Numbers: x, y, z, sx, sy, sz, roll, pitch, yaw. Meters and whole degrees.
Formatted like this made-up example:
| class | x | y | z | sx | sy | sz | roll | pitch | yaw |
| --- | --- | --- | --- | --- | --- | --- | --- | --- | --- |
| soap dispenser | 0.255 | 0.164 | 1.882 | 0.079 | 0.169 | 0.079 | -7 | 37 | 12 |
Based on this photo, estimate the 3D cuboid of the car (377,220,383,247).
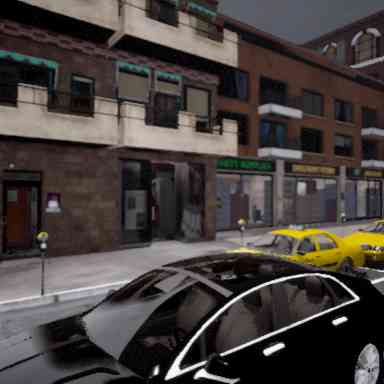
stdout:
| class | x | y | z | sx | sy | sz | roll | pitch | yaw |
| --- | --- | --- | --- | --- | --- | --- | --- | --- | --- |
| car | 6.942 | 1.542 | 11.504 | 4.829 | 1.417 | 1.752 | 0 | 0 | -35 |

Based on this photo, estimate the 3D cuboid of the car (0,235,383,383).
| class | x | y | z | sx | sy | sz | roll | pitch | yaw |
| --- | --- | --- | --- | --- | --- | --- | --- | --- | --- |
| car | 0.223 | 1.509 | 3.487 | 4.892 | 1.490 | 1.837 | 0 | 0 | -35 |

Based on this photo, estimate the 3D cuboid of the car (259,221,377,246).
| class | x | y | z | sx | sy | sz | roll | pitch | yaw |
| --- | --- | --- | --- | --- | --- | --- | --- | --- | --- |
| car | 2.445 | 1.534 | 8.296 | 4.829 | 1.417 | 1.752 | 0 | 0 | -35 |
